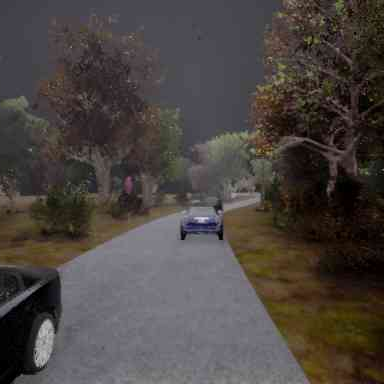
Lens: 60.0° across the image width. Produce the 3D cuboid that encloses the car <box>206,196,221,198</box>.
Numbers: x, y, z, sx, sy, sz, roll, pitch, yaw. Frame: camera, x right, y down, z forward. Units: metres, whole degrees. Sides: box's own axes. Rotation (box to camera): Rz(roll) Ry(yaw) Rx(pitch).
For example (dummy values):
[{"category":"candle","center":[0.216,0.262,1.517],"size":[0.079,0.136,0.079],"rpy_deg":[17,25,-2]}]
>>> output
[{"category":"car","center":[2.638,1.503,40.198],"size":[2.150,2.045,5.566],"rpy_deg":[0,-1,8]}]

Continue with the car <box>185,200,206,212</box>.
[{"category":"car","center":[0.550,1.853,45.974],"size":[2.128,1.511,4.902],"rpy_deg":[0,-1,9]}]

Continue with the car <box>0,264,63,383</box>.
[{"category":"car","center":[-2.814,1.476,2.775],"size":[1.882,1.535,5.008],"rpy_deg":[0,0,1]}]

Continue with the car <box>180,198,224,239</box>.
[{"category":"car","center":[0.552,1.390,17.760],"size":[2.097,1.767,4.553],"rpy_deg":[0,0,2]}]
